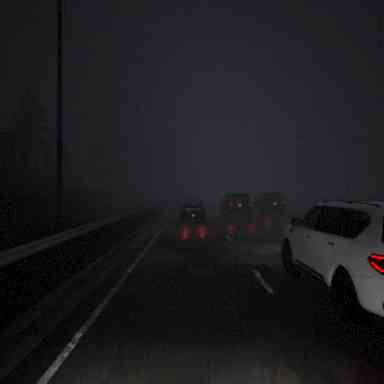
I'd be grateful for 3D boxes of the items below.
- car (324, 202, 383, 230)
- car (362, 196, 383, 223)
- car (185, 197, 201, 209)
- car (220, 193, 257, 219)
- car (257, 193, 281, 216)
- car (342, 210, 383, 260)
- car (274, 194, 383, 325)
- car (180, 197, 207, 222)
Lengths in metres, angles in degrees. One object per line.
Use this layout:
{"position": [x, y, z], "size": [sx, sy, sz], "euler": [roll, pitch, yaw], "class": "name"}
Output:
{"position": [10.601, 1.441, 21.545], "size": [2.033, 1.411, 5.357], "euler": [0, 0, 0], "class": "car"}
{"position": [14.099, 1.238, 23.195], "size": [2.097, 1.767, 4.553], "euler": [0, 0, 0], "class": "car"}
{"position": [0.100, 1.355, 42.512], "size": [1.994, 1.385, 4.181], "euler": [0, 0, 0], "class": "car"}
{"position": [3.588, 1.085, 27.742], "size": [2.150, 2.045, 5.566], "euler": [0, 0, 0], "class": "car"}
{"position": [7.102, 1.069, 31.089], "size": [2.150, 2.045, 5.566], "euler": [0, 0, 0], "class": "car"}
{"position": [7.101, 1.469, 11.383], "size": [1.812, 1.442, 4.674], "euler": [0, 0, 0], "class": "car"}
{"position": [3.600, 1.186, 7.172], "size": [2.150, 2.045, 5.566], "euler": [0, 0, 0], "class": "car"}
{"position": [0.100, 1.369, 24.823], "size": [2.128, 1.511, 4.902], "euler": [0, 0, 0], "class": "car"}
